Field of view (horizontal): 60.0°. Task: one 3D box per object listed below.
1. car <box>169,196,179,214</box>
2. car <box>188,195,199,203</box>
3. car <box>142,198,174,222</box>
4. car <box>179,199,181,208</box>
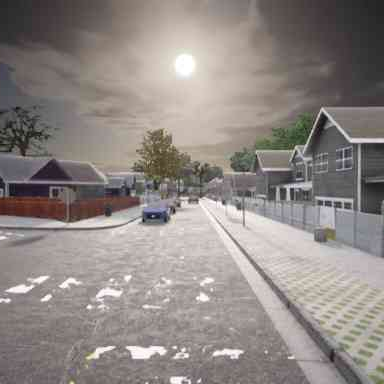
[{"bbox_3d":[-2.724,1.497,36.524,1.882,1.535,5.008,0,0,-1],"label":"car"},{"bbox_3d":[0.284,1.460,69.582,2.097,1.767,4.553,0,0,0],"label":"car"},{"bbox_3d":[-2.776,1.482,26.458,1.882,1.535,5.008,0,0,0],"label":"car"},{"bbox_3d":[-2.712,1.396,49.116,2.097,1.767,4.553,0,0,1],"label":"car"}]
